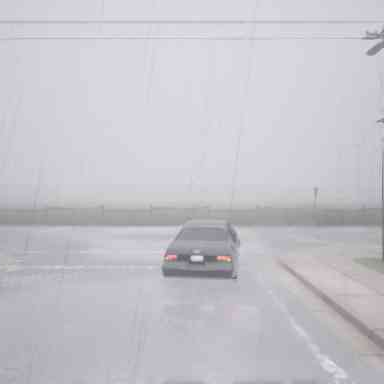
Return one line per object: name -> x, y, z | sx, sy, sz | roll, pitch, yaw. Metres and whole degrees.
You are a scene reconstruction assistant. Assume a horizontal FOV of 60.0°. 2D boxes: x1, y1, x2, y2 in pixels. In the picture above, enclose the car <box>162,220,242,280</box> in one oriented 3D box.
car -> 0.489, 1.547, 10.001 | 2.033, 1.411, 5.357 | 0, 0, 8
